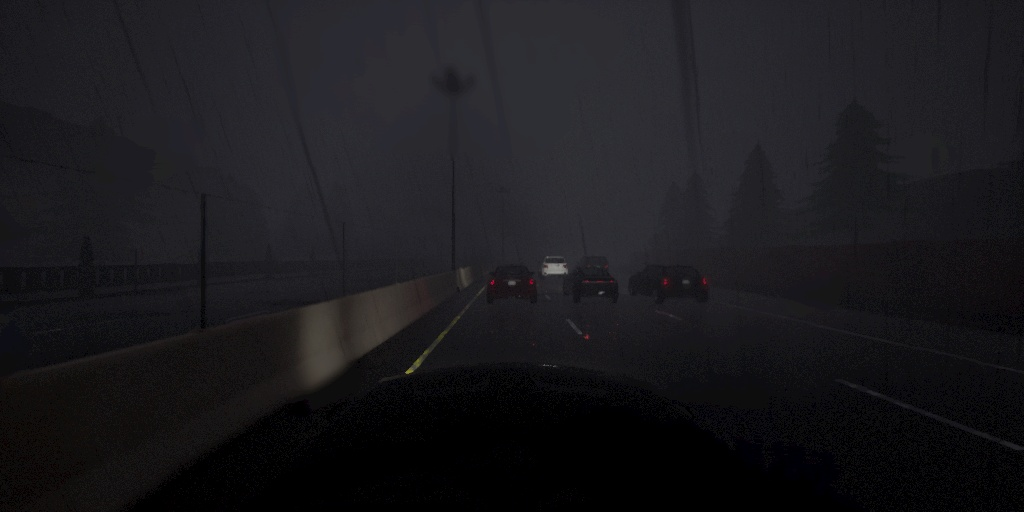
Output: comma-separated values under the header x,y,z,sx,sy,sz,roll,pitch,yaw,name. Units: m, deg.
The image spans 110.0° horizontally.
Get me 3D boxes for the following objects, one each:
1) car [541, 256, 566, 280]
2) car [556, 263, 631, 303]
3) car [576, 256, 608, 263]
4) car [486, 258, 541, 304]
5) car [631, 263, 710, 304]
x,y,z,sx,sy,sz,roll,pitch,yaw,name
3.500,1.005,31.530,2.150,2.045,5.566,0,0,0,car
3.500,1.242,16.500,2.128,1.511,4.902,0,0,0,car
7.000,1.005,31.530,2.150,2.045,5.566,0,0,0,car
0.000,1.113,16.470,2.097,1.767,4.553,0,0,0,car
7.000,1.113,16.470,2.097,1.767,4.553,0,0,0,car
